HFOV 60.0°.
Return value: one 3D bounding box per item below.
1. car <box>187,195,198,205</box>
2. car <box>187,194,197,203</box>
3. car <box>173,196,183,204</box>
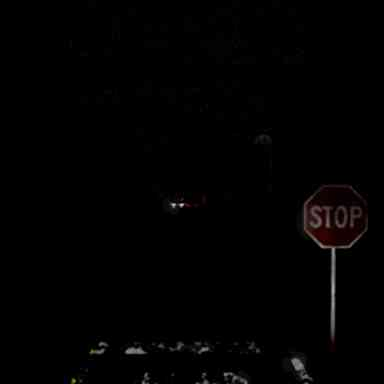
[{"bbox_3d":[0.043,1.558,61.319,1.812,1.442,4.674,0,0,0],"label":"car"},{"bbox_3d":[0.047,1.329,71.308,2.097,1.767,4.553,0,0,0],"label":"car"},{"bbox_3d":[-2.704,1.564,65.518,1.812,1.442,4.674,0,0,0],"label":"car"}]
